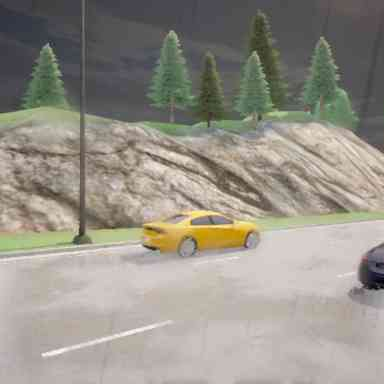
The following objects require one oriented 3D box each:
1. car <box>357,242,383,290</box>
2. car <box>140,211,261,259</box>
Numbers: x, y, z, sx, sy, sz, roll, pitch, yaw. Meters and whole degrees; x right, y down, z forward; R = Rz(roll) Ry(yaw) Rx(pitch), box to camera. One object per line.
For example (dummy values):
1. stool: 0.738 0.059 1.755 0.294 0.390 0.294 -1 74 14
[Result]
1. car: 5.793 1.563 7.894 4.181 1.385 1.994 0 0 -36
2. car: 0.489 1.477 12.707 5.008 1.535 1.882 0 0 -36
